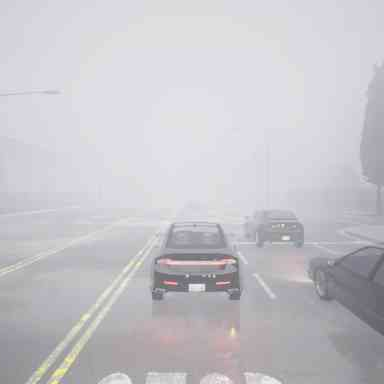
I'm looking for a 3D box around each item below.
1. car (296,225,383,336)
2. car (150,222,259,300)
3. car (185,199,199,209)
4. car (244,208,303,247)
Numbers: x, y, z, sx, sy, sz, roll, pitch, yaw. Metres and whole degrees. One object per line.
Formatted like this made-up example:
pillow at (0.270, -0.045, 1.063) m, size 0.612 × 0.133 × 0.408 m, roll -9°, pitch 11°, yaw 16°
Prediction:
car at (3.587, 1.547, 5.312) m, size 2.033 × 1.411 × 5.357 m, roll 0°, pitch 0°, yaw 0°
car at (0.080, 1.492, 8.357) m, size 2.128 × 1.511 × 4.902 m, roll 0°, pitch 0°, yaw 0°
car at (-0.007, 1.601, 44.140) m, size 1.895 × 1.301 × 4.718 m, roll 0°, pitch 0°, yaw 0°
car at (3.563, 1.505, 15.058) m, size 1.837 × 1.490 × 4.892 m, roll 0°, pitch 0°, yaw 0°
